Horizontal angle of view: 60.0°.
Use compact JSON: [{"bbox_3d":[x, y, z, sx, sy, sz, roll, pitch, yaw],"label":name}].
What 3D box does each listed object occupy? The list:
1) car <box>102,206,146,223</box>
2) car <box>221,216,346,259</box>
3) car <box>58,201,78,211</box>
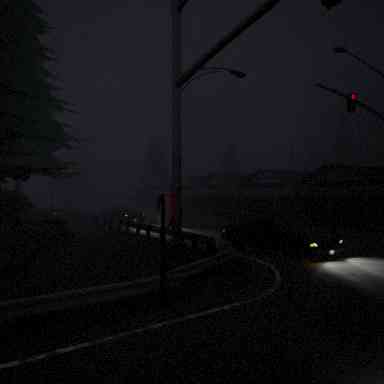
[{"bbox_3d":[-5.451,1.792,26.480,1.895,1.301,4.718,0,0,-35],"label":"car"},{"bbox_3d":[3.365,1.710,13.567,2.033,1.411,5.357,0,-1,-32],"label":"car"},{"bbox_3d":[-16.232,1.784,43.619,1.895,1.301,4.718,0,0,-12],"label":"car"}]
